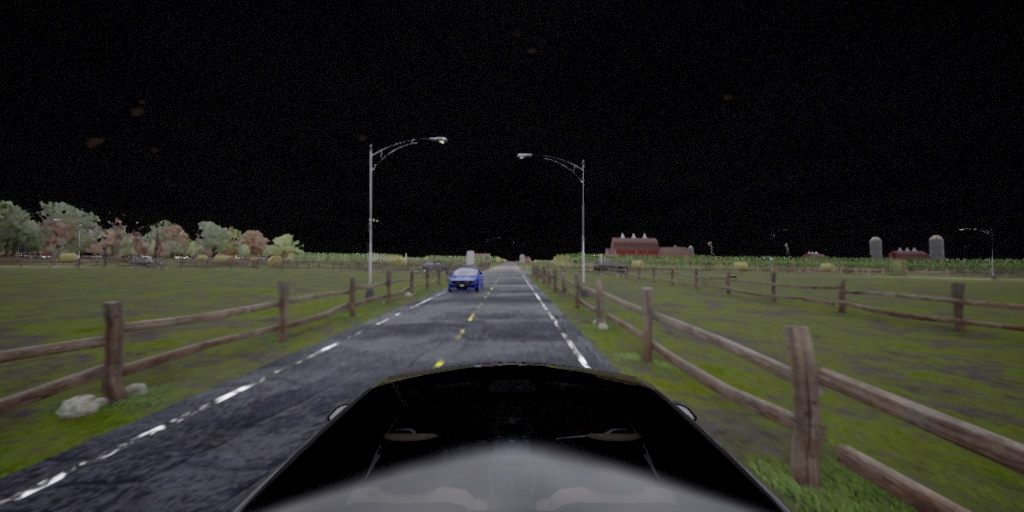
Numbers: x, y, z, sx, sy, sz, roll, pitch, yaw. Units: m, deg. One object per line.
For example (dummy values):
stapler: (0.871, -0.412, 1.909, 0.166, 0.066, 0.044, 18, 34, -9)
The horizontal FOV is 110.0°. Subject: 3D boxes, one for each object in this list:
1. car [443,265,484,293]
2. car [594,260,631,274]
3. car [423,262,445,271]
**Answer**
car: (-2.850, 1.437, 22.913, 1.882, 1.535, 5.008, 0, -1, 0)
car: (15.533, 1.636, 55.579, 5.566, 2.045, 2.150, 1, -2, -1)
car: (-11.357, 1.614, 55.263, 4.674, 1.442, 1.812, 1, -2, -1)
